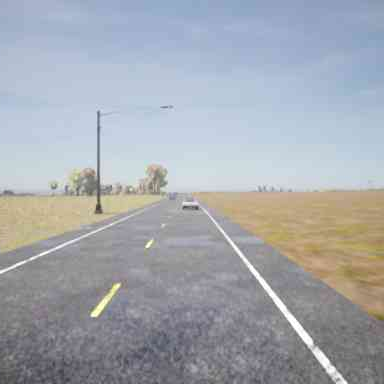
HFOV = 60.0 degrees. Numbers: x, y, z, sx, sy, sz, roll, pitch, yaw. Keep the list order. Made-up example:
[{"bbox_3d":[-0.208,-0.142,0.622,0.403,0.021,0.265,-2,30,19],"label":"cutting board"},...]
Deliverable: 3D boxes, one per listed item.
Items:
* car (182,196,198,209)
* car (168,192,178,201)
[{"bbox_3d":[-0.237,1.447,41.375,1.895,1.301,4.718,0,0,-1],"label":"car"},{"bbox_3d":[-4.642,1.255,78.353,1.837,1.490,4.892,0,0,-2],"label":"car"}]
